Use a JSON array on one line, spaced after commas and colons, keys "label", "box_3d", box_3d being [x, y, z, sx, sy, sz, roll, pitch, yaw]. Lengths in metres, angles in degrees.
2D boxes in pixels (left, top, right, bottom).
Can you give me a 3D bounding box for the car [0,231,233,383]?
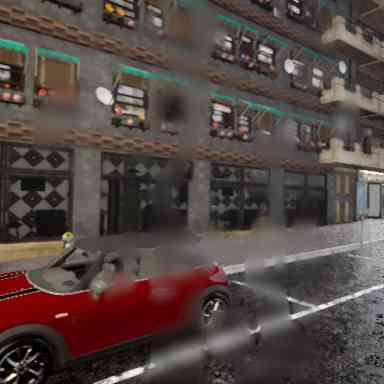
[{"label": "car", "box_3d": [-1.375, 1.433, 5.085, 4.097, 1.590, 1.967, 0, 2, -35]}]
